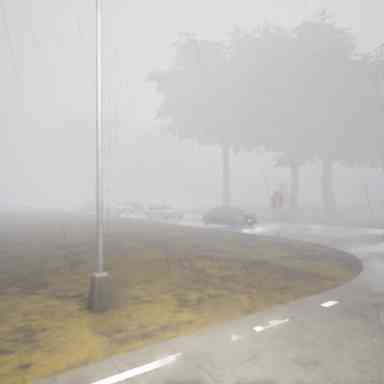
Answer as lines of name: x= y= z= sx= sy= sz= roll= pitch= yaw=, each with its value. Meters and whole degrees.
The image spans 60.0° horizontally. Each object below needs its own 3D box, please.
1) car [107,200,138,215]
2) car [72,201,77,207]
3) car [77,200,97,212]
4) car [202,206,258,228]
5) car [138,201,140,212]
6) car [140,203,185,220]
car: x=-8.395 y=1.850 z=38.574 sx=1.812 sy=1.442 sz=4.674 roll=-1 pitch=0 yaw=-35
car: x=-20.354 y=2.174 z=60.651 sx=1.895 sy=1.301 sz=4.718 roll=-1 pitch=0 yaw=-34
car: x=-14.264 y=1.971 z=46.983 sx=1.812 sy=1.442 sz=4.674 roll=-1 pitch=0 yaw=-35
car: x=2.539 y=1.675 z=23.087 sx=1.994 sy=1.385 sz=4.181 roll=-1 pitch=0 yaw=-36
car: x=-8.112 y=1.817 z=43.282 sx=1.837 sy=1.490 sz=4.892 roll=-1 pitch=0 yaw=-35
car: x=-2.616 y=1.811 z=30.365 sx=1.895 sy=1.301 sz=4.718 roll=-1 pitch=0 yaw=-35
